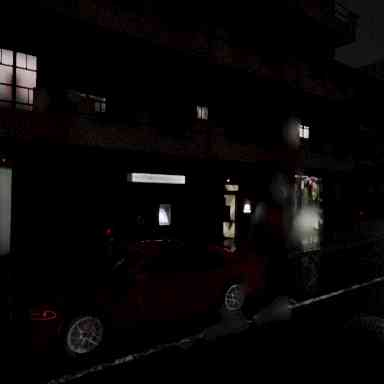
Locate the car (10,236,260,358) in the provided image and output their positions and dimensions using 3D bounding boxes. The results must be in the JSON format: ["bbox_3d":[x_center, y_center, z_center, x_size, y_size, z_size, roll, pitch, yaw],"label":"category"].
[{"bbox_3d":[-0.740,1.546,6.022,4.507,1.381,1.887,0,1,-36],"label":"car"}]
